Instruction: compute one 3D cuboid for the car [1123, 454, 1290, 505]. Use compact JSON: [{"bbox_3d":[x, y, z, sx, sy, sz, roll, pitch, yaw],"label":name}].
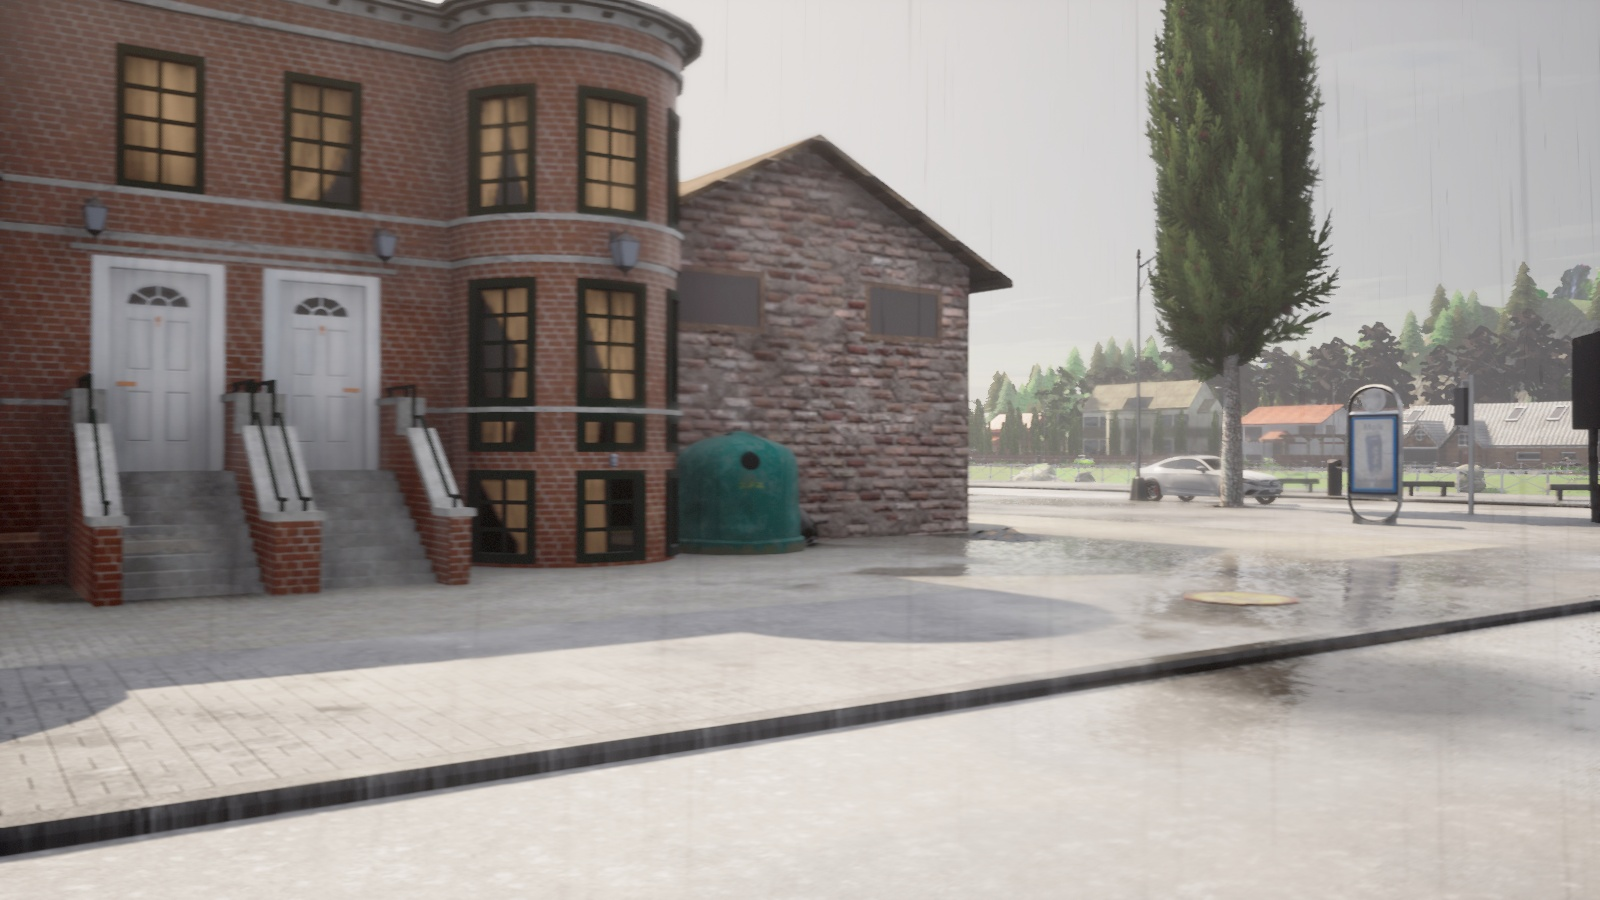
[{"bbox_3d":[12.213,0.838,38.010,1.812,1.442,4.674,0,0,-35],"label":"car"}]
